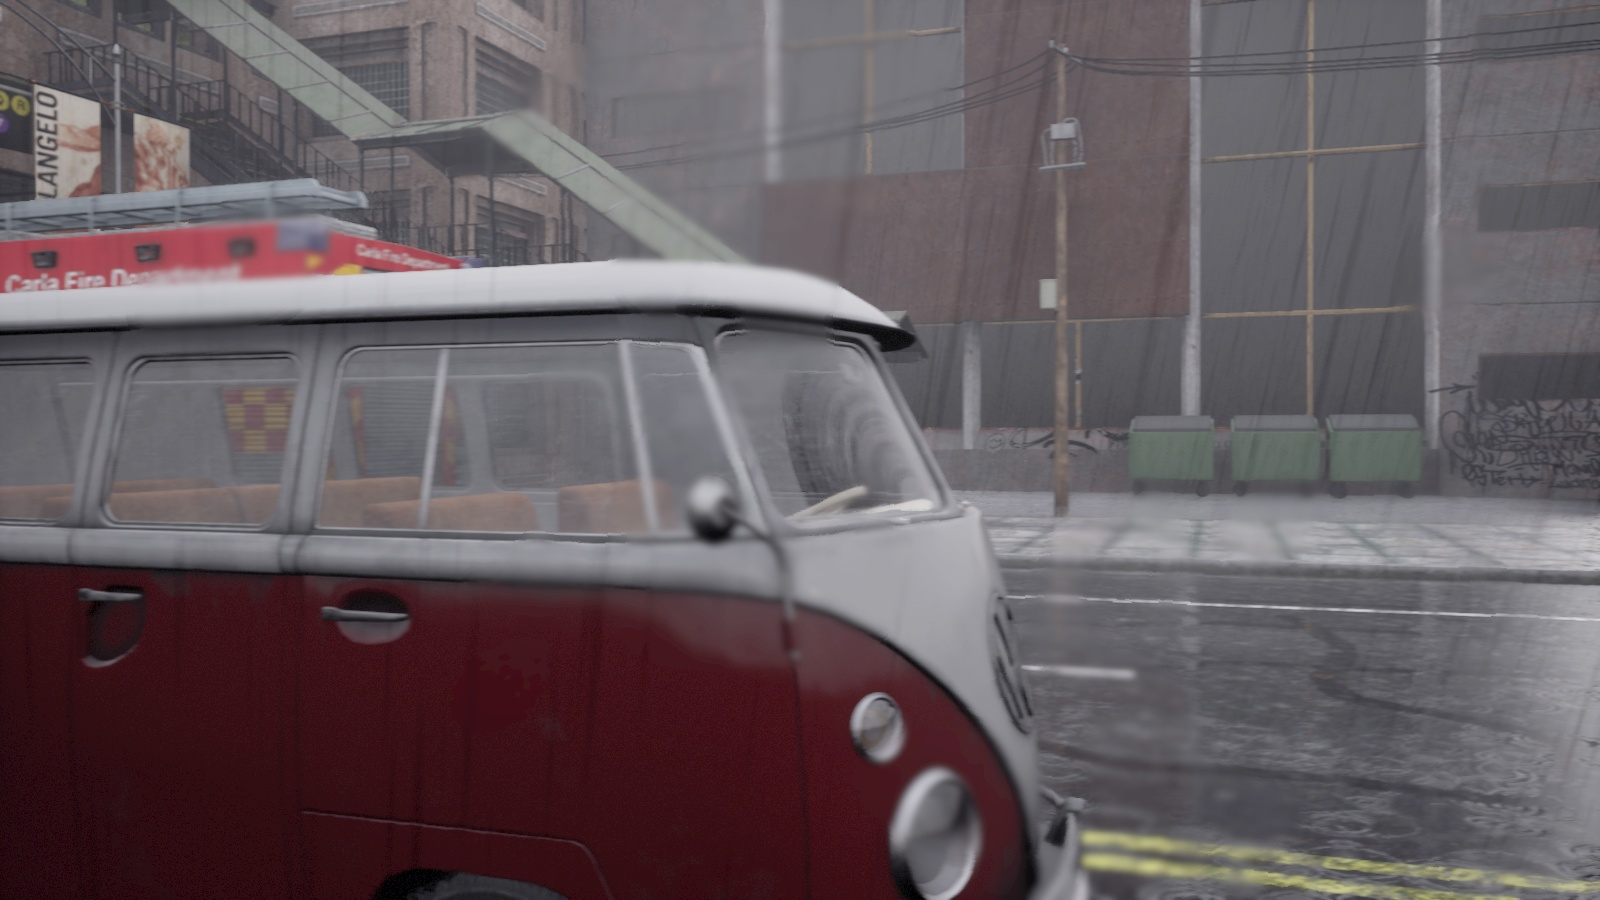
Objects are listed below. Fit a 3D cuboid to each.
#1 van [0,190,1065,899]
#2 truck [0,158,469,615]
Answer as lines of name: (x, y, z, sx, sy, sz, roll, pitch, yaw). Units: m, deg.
van: (-1.583, 0.513, 3.723, 4.442, 1.987, 1.775, 1, 1, 19)
truck: (-7.974, -0.580, 13.245, 8.468, 3.827, 2.891, 1, 1, 19)
